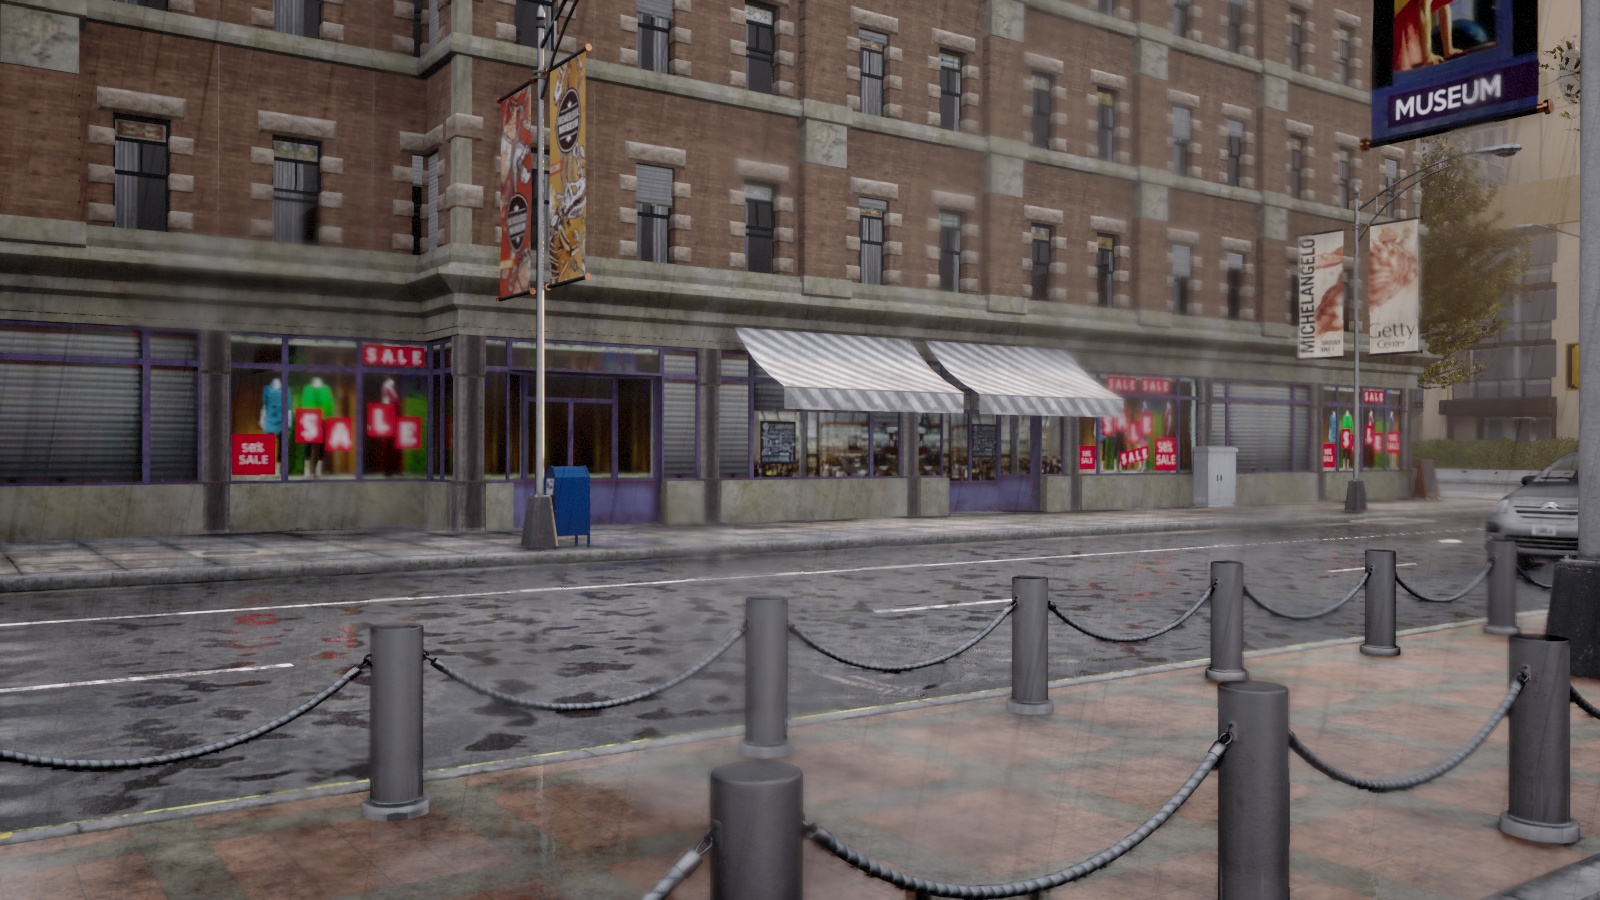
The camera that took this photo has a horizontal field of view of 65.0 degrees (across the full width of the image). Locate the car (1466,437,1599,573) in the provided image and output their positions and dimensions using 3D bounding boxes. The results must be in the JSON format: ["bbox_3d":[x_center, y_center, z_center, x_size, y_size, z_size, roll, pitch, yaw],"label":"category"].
[{"bbox_3d":[10.795,0.661,16.654,3.988,1.617,1.851,0,0,-35],"label":"car"}]
